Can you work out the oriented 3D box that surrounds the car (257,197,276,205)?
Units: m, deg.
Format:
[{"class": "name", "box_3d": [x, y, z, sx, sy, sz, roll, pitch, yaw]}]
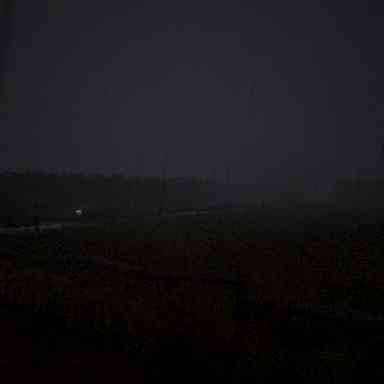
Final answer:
[{"class": "car", "box_3d": [10.320, 1.430, 45.956, 2.033, 1.411, 5.357, 0, 1, 23]}]

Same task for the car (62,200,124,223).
[{"class": "car", "box_3d": [-7.345, 1.407, 24.890, 2.097, 1.767, 4.553, 0, 0, 36]}]

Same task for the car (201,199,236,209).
[{"class": "car", "box_3d": [3.284, 1.561, 39.553, 2.033, 1.411, 5.357, 0, 0, 36]}]
